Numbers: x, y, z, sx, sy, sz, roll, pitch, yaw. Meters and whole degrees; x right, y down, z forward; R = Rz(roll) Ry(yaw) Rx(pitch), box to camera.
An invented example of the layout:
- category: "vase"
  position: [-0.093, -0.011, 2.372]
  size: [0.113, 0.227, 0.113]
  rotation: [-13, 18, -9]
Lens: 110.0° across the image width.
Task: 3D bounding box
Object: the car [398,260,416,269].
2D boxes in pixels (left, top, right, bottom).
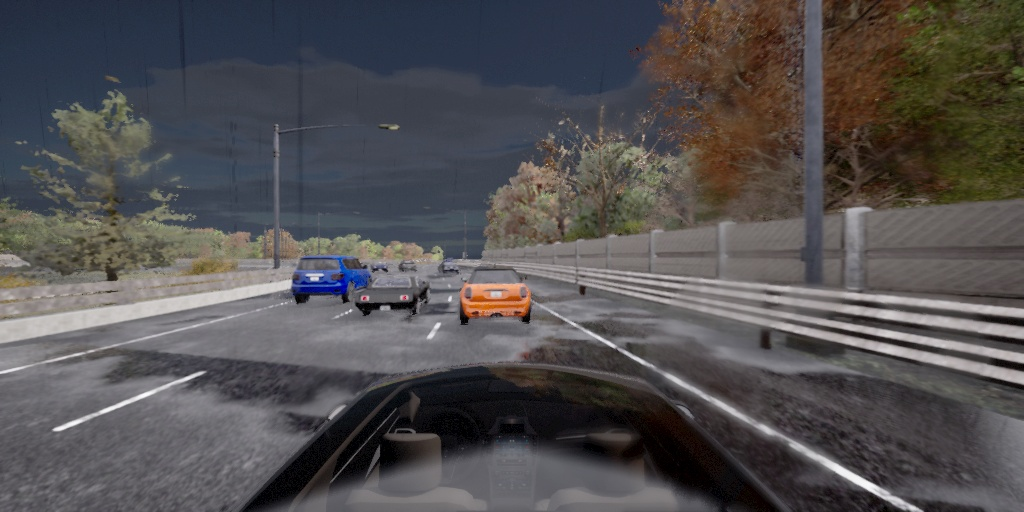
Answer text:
- category: "car"
  position: [-13.907, 1.281, 47.443]
  size: [2.128, 1.511, 4.902]
  rotation: [0, 0, -24]

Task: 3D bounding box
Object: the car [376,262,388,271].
- category: "car"
  position: [-17.234, 1.403, 46.384]
  size: [1.895, 1.301, 4.718]
  rotation: [0, 0, -25]

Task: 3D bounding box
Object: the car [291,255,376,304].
- category: "car"
  position: [-8.241, 0.997, 16.852]
  size: [2.150, 2.045, 5.566]
  rotation: [0, 0, -9]

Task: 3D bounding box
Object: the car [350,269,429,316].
- category: "car"
  position: [-4.264, 1.364, 13.570]
  size: [1.895, 1.301, 4.718]
  rotation: [0, 0, -6]

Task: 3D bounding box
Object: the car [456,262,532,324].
- category: "car"
  position: [-0.654, 1.102, 12.224]
  size: [2.097, 1.767, 4.553]
  rotation: [0, 0, -6]

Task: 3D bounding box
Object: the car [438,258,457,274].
- category: "car"
  position: [-7.402, 1.316, 41.460]
  size: [2.033, 1.411, 5.357]
  rotation: [0, 0, -19]
